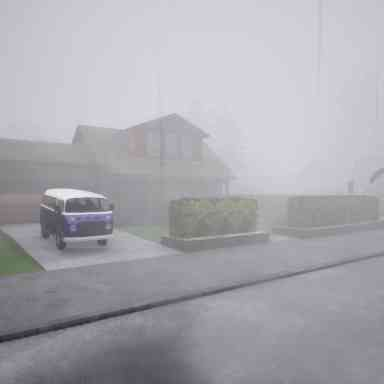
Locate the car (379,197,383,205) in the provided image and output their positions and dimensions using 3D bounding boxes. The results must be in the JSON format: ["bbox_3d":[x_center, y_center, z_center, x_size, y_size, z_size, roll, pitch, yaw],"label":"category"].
[{"bbox_3d":[24.718,0.985,41.453,3.866,1.878,1.905,0,0,0],"label":"car"}]
